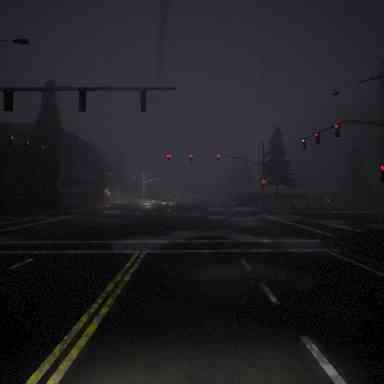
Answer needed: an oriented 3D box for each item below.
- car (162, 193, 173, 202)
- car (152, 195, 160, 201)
[{"bbox_3d":[-5.516,1.168,75.556,2.150,2.045,5.566,0,0,-2],"label":"car"},{"bbox_3d":[-9.305,1.524,86.494,2.033,1.411,5.357,0,0,-2],"label":"car"}]
